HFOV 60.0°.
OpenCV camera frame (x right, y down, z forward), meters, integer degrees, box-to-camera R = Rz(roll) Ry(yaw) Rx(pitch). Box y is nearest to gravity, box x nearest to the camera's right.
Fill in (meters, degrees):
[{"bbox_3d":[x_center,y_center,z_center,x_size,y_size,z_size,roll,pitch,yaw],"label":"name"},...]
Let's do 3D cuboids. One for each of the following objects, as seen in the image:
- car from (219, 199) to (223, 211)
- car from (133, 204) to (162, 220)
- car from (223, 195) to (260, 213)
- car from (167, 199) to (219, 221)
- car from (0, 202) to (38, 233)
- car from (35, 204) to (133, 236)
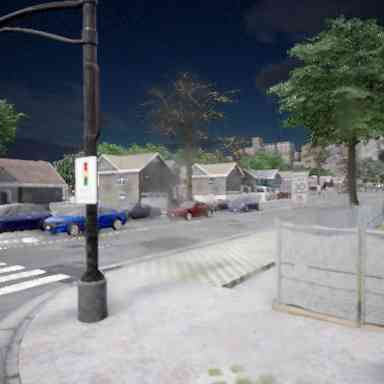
[{"bbox_3d":[2.940,1.530,37.933,2.033,1.411,5.357,-1,0,35],"label":"car"},{"bbox_3d":[-4.700,1.650,26.850,2.033,1.411,5.357,-1,0,35],"label":"car"},{"bbox_3d":[5.658,1.280,36.149,2.097,1.767,4.553,-1,0,35],"label":"car"},{"bbox_3d":[-0.065,1.502,27.851,1.882,1.535,5.008,-1,0,35],"label":"car"},{"bbox_3d":[-10.256,1.499,18.784,2.097,1.767,4.553,-1,-1,35],"label":"car"},{"bbox_3d":[-6.016,1.561,19.234,1.882,1.535,5.008,-1,0,34],"label":"car"}]
